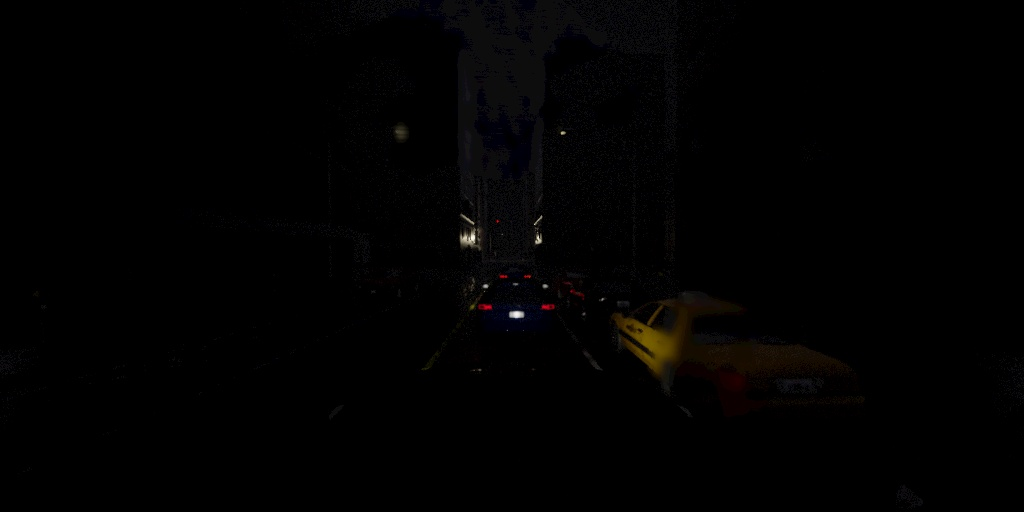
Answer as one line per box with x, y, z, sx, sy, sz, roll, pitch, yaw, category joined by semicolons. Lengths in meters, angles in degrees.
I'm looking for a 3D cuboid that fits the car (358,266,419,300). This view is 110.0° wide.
-5.669;1.205;16.896;1.888;1.381;4.507;0;0;0;car

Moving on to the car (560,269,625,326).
2.875;1.259;11.311;1.948;1.339;4.313;0;0;0;car

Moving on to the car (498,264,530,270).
0.105;1.167;20.006;1.812;1.442;4.674;0;0;-2;car

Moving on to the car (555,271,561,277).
2.876;1.242;16.897;1.802;1.307;4.207;0;0;0;car

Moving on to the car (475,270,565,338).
0.101;1.265;9.992;1.994;1.385;4.181;0;0;0;car

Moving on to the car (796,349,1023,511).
2.873;1.309;0.139;2.007;1.370;4.403;0;0;0;car

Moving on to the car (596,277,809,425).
2.874;1.251;5.895;1.751;1.417;4.829;0;0;0;car
